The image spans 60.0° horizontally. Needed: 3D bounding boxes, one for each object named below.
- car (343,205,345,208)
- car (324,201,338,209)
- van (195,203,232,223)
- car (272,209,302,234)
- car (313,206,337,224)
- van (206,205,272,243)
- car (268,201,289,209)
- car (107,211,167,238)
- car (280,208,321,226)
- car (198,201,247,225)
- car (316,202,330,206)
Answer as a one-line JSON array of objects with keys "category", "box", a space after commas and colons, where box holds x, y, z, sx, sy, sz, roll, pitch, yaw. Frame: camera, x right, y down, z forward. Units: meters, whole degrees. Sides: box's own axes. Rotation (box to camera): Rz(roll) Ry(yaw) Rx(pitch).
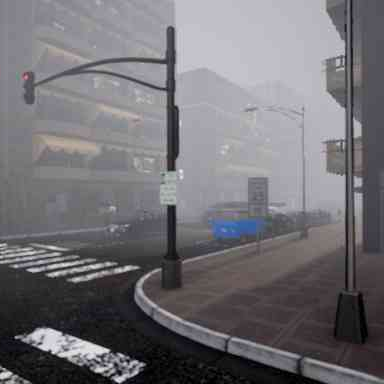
[{"category": "car", "box": [40.527, 3.478, 86.420, 1.752, 1.417, 4.829, -2, -2, 35]}, {"category": "car", "box": [27.792, 2.849, 68.500, 2.192, 1.841, 5.009, -2, -2, 35]}, {"category": "van", "box": [2.131, 2.022, 32.370, 1.690, 1.788, 3.998, -2, -2, 35]}, {"category": "car", "box": [5.762, 2.095, 23.058, 1.947, 1.339, 4.313, -2, -2, 35]}, {"category": "car", "box": [12.177, 2.294, 32.091, 2.008, 1.369, 4.403, -2, -2, 35]}, {"category": "van", "box": [2.690, 1.763, 18.450, 1.690, 1.788, 3.998, -2, -2, 35]}, {"category": "car", "box": [9.289, 2.055, 37.921, 2.150, 2.045, 5.566, 0, -1, 36]}, {"category": "car", "box": [-3.032, 1.915, 20.598, 2.128, 1.511, 4.902, 0, -1, 35]}, {"category": "car", "box": [8.969, 2.218, 27.573, 1.802, 1.307, 4.206, -2, -2, 35]}, {"category": "car", "box": [3.099, 1.849, 29.214, 2.150, 2.045, 5.566, 0, -1, 37]}, {"category": "car", "box": [24.587, 3.010, 63.976, 1.802, 1.307, 4.206, -2, -2, 35]}]
